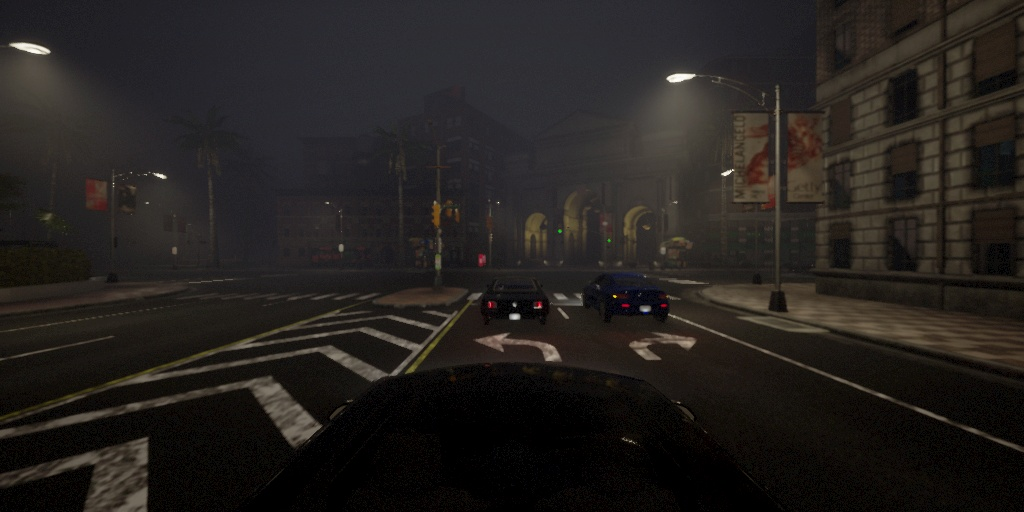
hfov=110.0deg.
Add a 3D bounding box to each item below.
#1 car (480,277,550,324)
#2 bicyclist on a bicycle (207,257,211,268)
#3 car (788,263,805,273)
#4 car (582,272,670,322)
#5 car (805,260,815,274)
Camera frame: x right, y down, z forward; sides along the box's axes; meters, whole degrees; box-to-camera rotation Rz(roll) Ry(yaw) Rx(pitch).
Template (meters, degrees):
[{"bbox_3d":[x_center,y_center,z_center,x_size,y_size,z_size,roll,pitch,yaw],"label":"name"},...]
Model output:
[{"bbox_3d":[0.087,1.315,11.706,1.895,1.301,4.718,0,0,0],"label":"car"},{"bbox_3d":[-38.400,0.889,45.836,0.582,1.620,1.656,0,0,0],"label":"bicyclist on a bicycle"},{"bbox_3d":[32.473,1.168,37.941,5.357,1.411,2.033,0,0,1],"label":"car"},{"bbox_3d":[3.601,1.239,11.937,1.812,1.442,4.674,0,0,0],"label":"car"},{"bbox_3d":[32.060,0.854,34.425,5.566,2.045,2.150,0,0,1],"label":"car"}]
